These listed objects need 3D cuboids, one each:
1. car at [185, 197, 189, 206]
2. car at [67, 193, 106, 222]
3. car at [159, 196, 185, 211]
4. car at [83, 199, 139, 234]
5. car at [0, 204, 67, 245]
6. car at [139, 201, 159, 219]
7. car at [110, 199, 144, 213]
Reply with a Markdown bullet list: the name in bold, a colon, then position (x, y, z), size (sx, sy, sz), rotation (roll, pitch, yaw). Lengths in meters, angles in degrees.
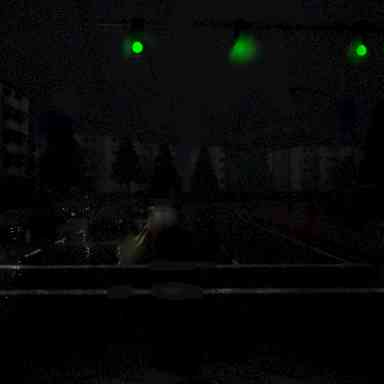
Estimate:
- **car**: position (-2.259, 1.311, 48.937), size (2.128, 1.511, 4.902), rotation (0, 0, 28)
- **car**: position (-8.006, 1.132, 25.259), size (2.150, 2.045, 5.566), rotation (0, 0, 1)
- **car**: position (-2.651, 1.422, 38.599), size (1.994, 1.385, 4.181), rotation (0, 0, 16)
- **car**: position (-4.383, 1.410, 18.808), size (1.882, 1.535, 5.008), rotation (0, 0, -2)
- **car**: position (-7.715, 1.425, 15.333), size (1.882, 1.535, 5.008), rotation (0, 0, -1)
- **car**: position (-4.459, 1.444, 28.633), size (2.033, 1.411, 5.357), rotation (0, 0, 3)
- **car**: position (-6.940, 1.472, 35.943), size (1.895, 1.301, 4.718), rotation (0, 0, 13)
